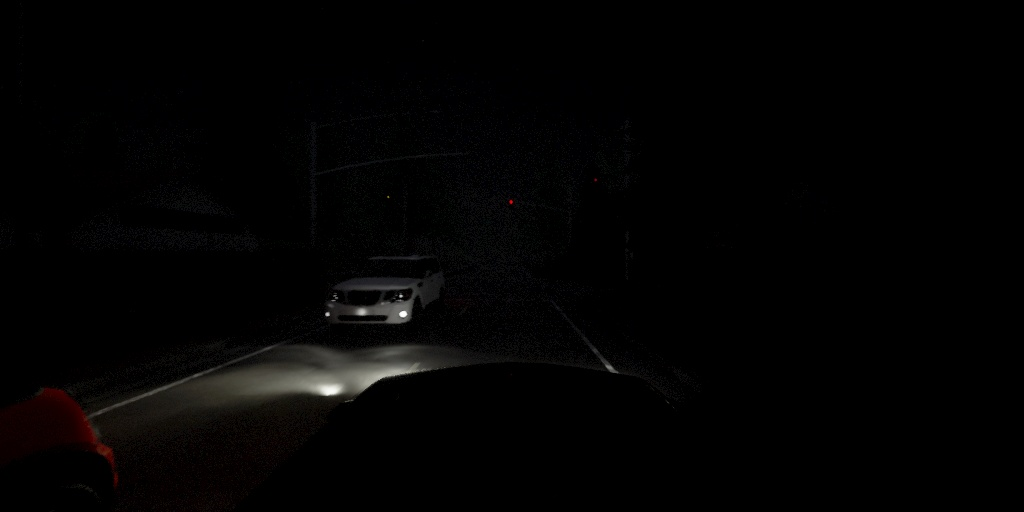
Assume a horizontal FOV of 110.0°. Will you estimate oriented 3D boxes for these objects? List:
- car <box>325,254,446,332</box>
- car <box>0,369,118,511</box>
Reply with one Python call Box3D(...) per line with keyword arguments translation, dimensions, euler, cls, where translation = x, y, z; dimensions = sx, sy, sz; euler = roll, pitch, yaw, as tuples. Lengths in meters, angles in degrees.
Box3D(translation=(-3.506, 0.960, 11.158), dimensions=(2.150, 2.045, 5.566), euler=(0, 0, 0), cls="car")
Box3D(translation=(-3.583, 1.102, 0.281), dimensions=(2.097, 1.767, 4.553), euler=(0, 0, 0), cls="car")
